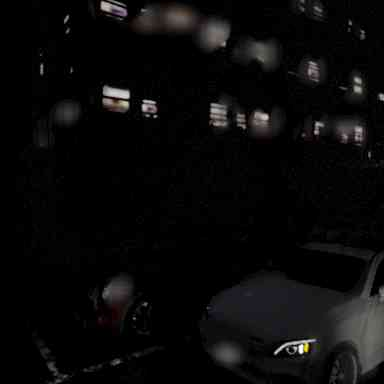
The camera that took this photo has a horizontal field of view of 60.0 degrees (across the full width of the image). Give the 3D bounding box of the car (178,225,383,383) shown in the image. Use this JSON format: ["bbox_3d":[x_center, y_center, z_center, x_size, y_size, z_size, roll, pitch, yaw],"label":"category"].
[{"bbox_3d":[2.279,1.496,5.007,4.674,1.442,1.812,0,0,-36],"label":"car"}]

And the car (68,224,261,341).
[{"bbox_3d":[-0.195,1.418,6.395,4.097,1.590,1.967,0,0,-35],"label":"car"}]

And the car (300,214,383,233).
[{"bbox_3d":[4.367,1.493,9.648,4.403,1.369,2.008,0,0,-35],"label":"car"}]
